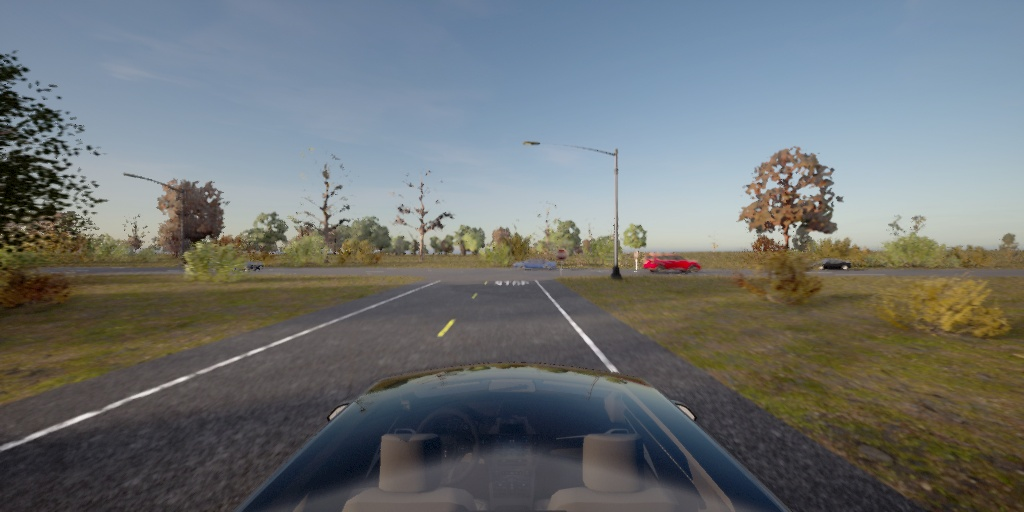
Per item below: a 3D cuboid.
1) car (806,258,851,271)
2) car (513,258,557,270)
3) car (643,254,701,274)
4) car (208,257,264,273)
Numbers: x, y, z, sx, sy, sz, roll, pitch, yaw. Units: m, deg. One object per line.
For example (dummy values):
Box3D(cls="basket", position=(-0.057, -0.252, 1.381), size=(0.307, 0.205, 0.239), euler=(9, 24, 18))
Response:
Box3D(cls="car", position=(39.256, 1.079, 44.677), size=(5.008, 1.535, 1.882), euler=(-1, 1, -2))
Box3D(cls="car", position=(2.763, 0.996, 43.607), size=(5.357, 1.411, 2.033), euler=(0, 0, -1))
Box3D(cls="car", position=(16.432, 0.780, 36.986), size=(5.566, 2.045, 2.150), euler=(0, 1, -2))
Box3D(cls="car", position=(-27.583, 0.857, 35.766), size=(5.008, 1.535, 1.882), euler=(0, 1, -2))
